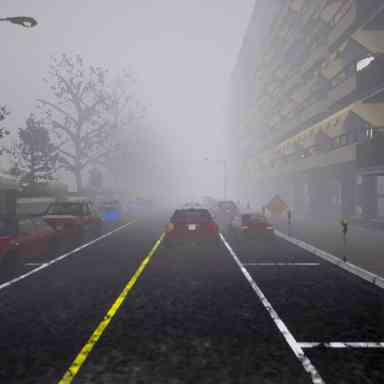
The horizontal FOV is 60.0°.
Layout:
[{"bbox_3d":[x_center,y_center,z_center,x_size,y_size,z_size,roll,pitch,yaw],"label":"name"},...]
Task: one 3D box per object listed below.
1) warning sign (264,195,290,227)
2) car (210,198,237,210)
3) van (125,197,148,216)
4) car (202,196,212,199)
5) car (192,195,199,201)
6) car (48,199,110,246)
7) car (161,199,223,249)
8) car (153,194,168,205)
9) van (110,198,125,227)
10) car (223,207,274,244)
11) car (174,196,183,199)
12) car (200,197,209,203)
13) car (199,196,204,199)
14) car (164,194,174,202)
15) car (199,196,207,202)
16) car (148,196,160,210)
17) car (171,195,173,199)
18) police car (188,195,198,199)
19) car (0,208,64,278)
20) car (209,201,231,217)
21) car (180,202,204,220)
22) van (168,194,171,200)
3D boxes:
[{"bbox_3d":[5.068,1.138,19.905,1.300,1.860,1.060,0,0,0],"label":"warning sign"},{"bbox_3d":[2.690,1.473,26.842,1.967,1.590,4.097,0,0,0],"label":"car"},{"bbox_3d":[-5.691,1.382,32.472,1.690,1.788,3.998,0,0,0],"label":"van"},{"bbox_3d":[2.689,1.624,43.733,1.947,1.339,4.313,0,0,0],"label":"car"},{"bbox_3d":[0.900,1.624,90.096,1.801,1.575,5.366,0,0,0],"label":"car"},{"bbox_3d":[-5.691,1.331,15.581,2.192,1.841,5.009,0,0,0],"label":"car"},{"bbox_3d":[-0.001,1.382,14.621,2.097,1.767,4.553,0,0,0],"label":"car"},{"bbox_3d":[-5.690,1.395,54.993,2.192,1.841,5.009,0,0,0],"label":"car"},{"bbox_3d":[-5.690,1.365,21.211,1.690,1.788,3.998,0,0,0],"label":"van"},{"bbox_3d":[2.690,1.598,15.580,1.802,1.307,4.206,0,0,0],"label":"car"},{"bbox_3d":[-3.000,1.570,76.013,1.882,1.535,5.008,0,0,0],"label":"car"},{"bbox_3d":[2.689,1.702,71.884,1.802,1.307,4.206,0,0,0],"label":"car"},{"bbox_3d":[2.689,1.520,54.993,1.967,1.590,4.097,0,0,0],"label":"car"},{"bbox_3d":[-5.691,1.464,83.147,2.192,1.841,5.009,0,0,0],"label":"car"},{"bbox_3d":[2.689,1.715,83.146,1.947,1.339,4.313,0,0,0],"label":"car"},{"bbox_3d":[-5.691,1.624,43.733,1.947,1.339,4.313,0,0,0],"label":"car"},{"bbox_3d":[-5.691,1.701,71.883,1.802,1.307,4.206,0,0,0],"label":"car"},{"bbox_3d":[0.440,1.577,80.208,1.930,1.638,5.238,-1,-1,12],"label":"police car"},{"bbox_3d":[-5.689,1.448,9.949,1.967,1.590,4.097,0,0,0],"label":"car"},{"bbox_3d":[2.690,1.623,32.472,1.802,1.307,4.206,0,0,0],"label":"car"},{"bbox_3d":[0.000,1.610,29.651,1.994,1.385,4.181,0,0,0],"label":"car"},{"bbox_3d":[-5.691,1.446,66.253,1.690,1.788,3.998,0,0,0],"label":"van"}]
